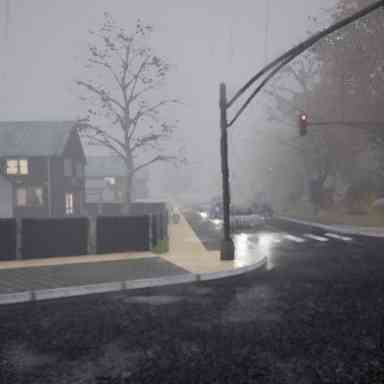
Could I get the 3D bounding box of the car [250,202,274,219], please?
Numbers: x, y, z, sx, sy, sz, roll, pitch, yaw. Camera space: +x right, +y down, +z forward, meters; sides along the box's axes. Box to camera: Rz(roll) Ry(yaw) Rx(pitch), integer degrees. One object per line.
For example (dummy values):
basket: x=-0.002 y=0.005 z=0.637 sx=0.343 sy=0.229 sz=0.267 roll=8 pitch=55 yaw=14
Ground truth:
car: x=6.239 y=1.715 z=31.377 sx=2.128 sy=1.511 sz=4.902 roll=-2 pitch=0 yaw=-4

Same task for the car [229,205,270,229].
car: x=3.806 y=1.849 z=23.938 sx=1.895 sy=1.301 sz=4.718 roll=-2 pitch=0 yaw=-4

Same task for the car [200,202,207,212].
car: x=2.208 y=2.031 z=47.055 sx=1.895 sy=1.301 sz=4.718 roll=-2 pitch=0 yaw=-4

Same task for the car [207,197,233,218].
car: x=3.109 y=1.678 z=33.903 sx=2.097 sy=1.767 sz=4.553 roll=-2 pitch=0 yaw=-4
